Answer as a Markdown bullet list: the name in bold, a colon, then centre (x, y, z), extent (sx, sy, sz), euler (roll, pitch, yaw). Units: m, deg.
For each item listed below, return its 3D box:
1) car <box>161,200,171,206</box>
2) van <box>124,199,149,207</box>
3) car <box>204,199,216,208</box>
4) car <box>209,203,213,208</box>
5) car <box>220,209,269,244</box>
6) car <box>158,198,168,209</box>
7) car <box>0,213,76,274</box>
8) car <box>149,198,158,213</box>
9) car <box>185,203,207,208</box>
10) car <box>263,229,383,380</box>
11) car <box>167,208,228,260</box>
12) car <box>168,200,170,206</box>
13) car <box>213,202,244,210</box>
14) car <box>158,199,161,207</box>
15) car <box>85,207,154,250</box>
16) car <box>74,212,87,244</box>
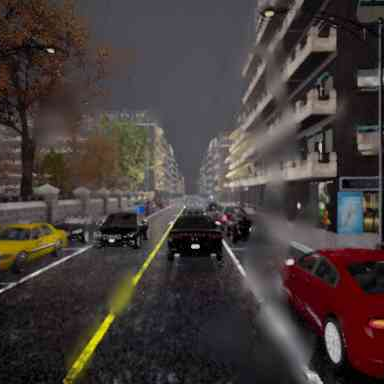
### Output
- **car**: centre (-5.645, 2.345, 72.095), extent (1.802, 1.307, 4.206), euler (0, -1, 0)
- **van**: centre (-5.672, 1.690, 33.352), extent (1.690, 1.788, 3.998), euler (0, -1, 0)
- **car**: centre (2.717, 2.032, 44.415), extent (1.947, 1.339, 4.313), euler (0, -1, 0)
- **car**: centre (2.706, 1.857, 27.811), extent (1.947, 1.339, 4.313), euler (0, -1, 0)
- **car**: centre (2.699, 1.741, 16.742), extent (1.947, 1.339, 4.313), euler (0, -1, 0)
- **car**: centre (-5.658, 1.899, 55.493), extent (2.192, 1.841, 5.009), euler (0, -1, 0)
- **car**: centre (-5.686, 1.641, 11.041), extent (1.752, 1.417, 4.829), euler (0, -1, 0)
- **car**: centre (-5.669, 1.723, 38.888), extent (2.192, 1.841, 5.009), euler (0, -1, 0)
- **car**: centre (0.120, 1.916, 30.112), extent (1.895, 1.301, 4.718), euler (0, -1, 0)
- **car**: centre (2.691, 1.605, 5.671), extent (1.887, 1.381, 4.507), euler (0, -1, 0)
- **car**: centre (0.110, 1.614, 13.053), extent (1.882, 1.535, 5.008), euler (0, -1, 0)
- **car**: centre (-5.652, 2.210, 61.025), extent (1.947, 1.339, 4.313), euler (0, -1, 0)
- **car**: centre (2.701, 1.673, 22.277), extent (1.967, 1.590, 4.097), euler (0, -1, 0)
- **car**: centre (-5.663, 2.017, 44.420), extent (2.008, 1.369, 4.403), euler (0, -1, 0)
- **car**: centre (-3.089, 1.664, 15.240), extent (1.837, 1.490, 4.892), euler (0, -1, 0)
- **car**: centre (-5.682, 1.726, 16.746), extent (2.008, 1.369, 4.403), euler (0, -1, 0)
